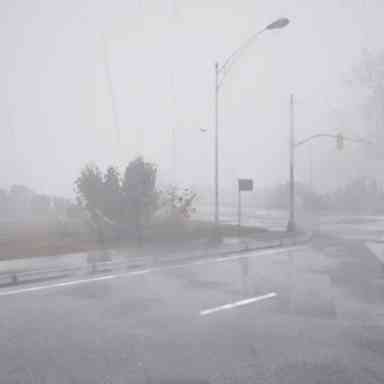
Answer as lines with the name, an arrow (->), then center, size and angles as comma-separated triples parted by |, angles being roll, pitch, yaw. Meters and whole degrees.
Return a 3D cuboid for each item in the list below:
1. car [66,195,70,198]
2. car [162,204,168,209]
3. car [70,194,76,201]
car -> -29.758, 1.524, 81.343 | 1.994, 1.385, 4.181 | 0, 0, -37
car -> -5.047, 1.481, 43.991 | 1.837, 1.490, 4.892 | 0, 0, -39
car -> -17.658, 1.177, 54.293 | 1.882, 1.535, 5.008 | 0, 0, -39
